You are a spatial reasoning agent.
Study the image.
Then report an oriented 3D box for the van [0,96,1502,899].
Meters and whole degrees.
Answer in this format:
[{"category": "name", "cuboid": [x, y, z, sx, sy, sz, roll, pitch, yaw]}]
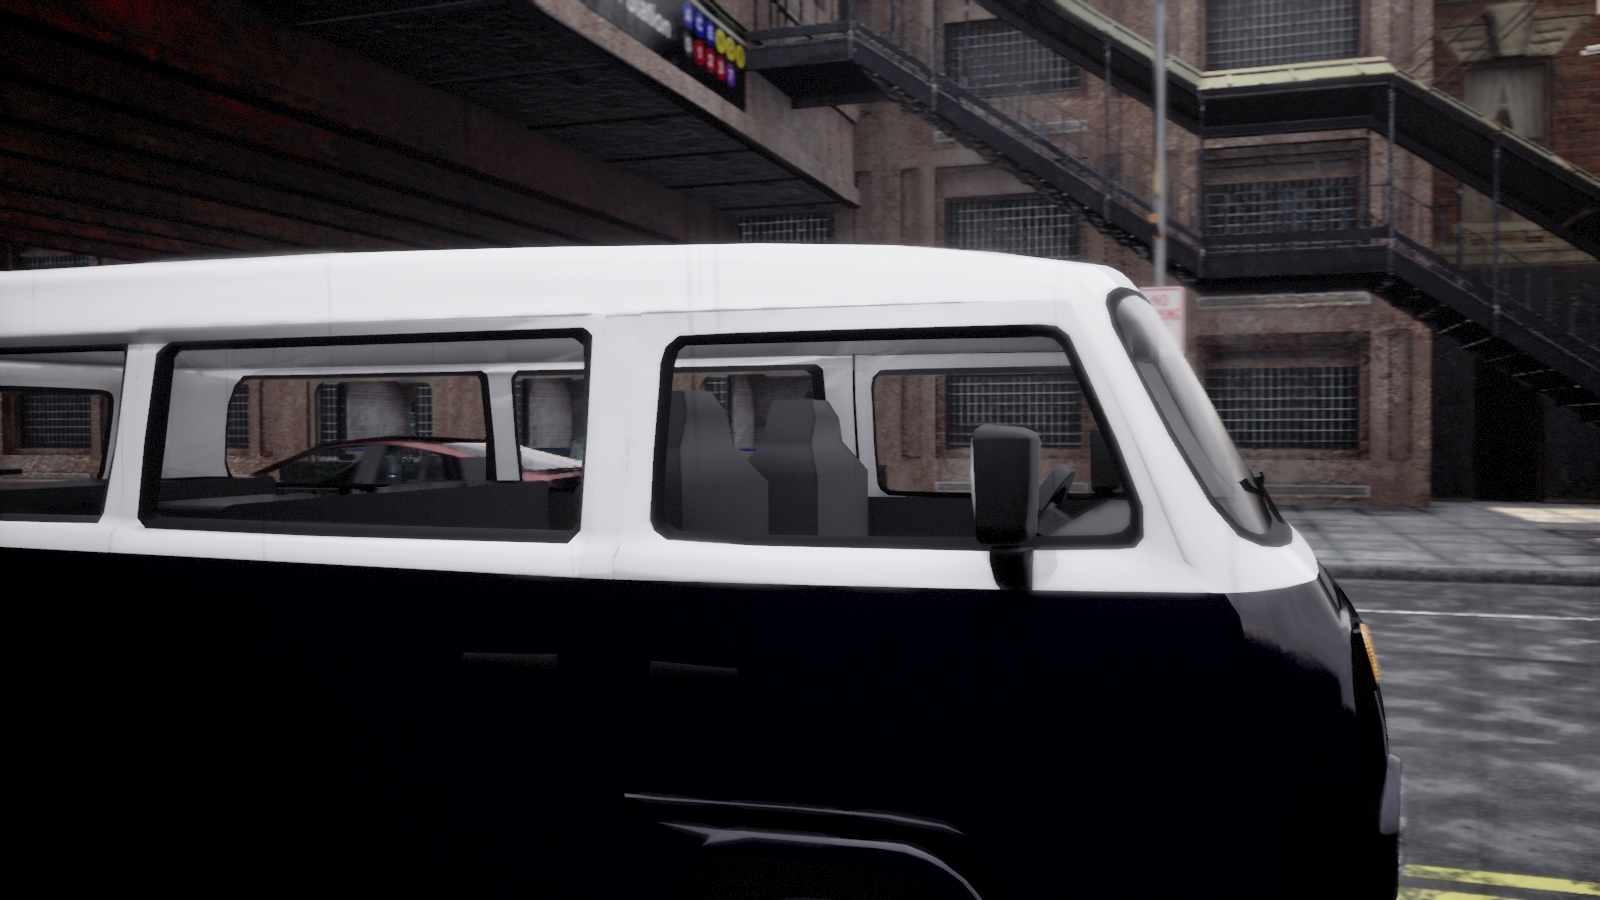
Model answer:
[{"category": "van", "cuboid": [-0.816, 0.492, 3.464, 4.480, 2.038, 2.069, 1, 1, 19]}]
